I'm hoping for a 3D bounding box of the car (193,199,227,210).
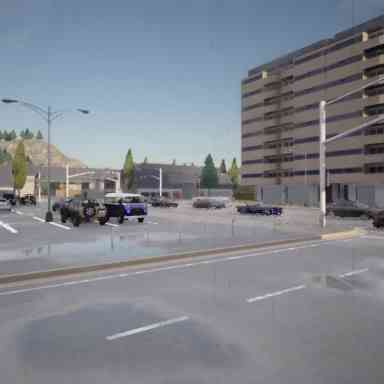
[{"bbox_3d":[2.242,1.603,43.892,2.033,1.411,5.357,0,0,-35],"label":"car"}]

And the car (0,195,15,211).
[{"bbox_3d":[-21.832,1.451,37.872,1.970,1.475,3.806,0,0,-35],"label":"car"}]

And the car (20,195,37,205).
[{"bbox_3d":[-27.292,1.209,55.329,1.932,1.855,4.605,0,0,-35],"label":"car"}]

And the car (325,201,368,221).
[{"bbox_3d":[13.539,1.559,27.992,1.837,1.490,4.892,0,0,-35],"label":"car"}]

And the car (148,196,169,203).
[{"bbox_3d":[-6.997,1.546,69.324,2.128,1.511,4.902,0,0,-35],"label":"car"}]

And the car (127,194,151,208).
[{"bbox_3d":[-9.254,1.554,60.240,2.128,1.511,4.902,0,0,-35],"label":"car"}]

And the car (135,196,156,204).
[{"bbox_3d":[-9.309,1.547,66.534,2.128,1.511,4.902,0,0,-35],"label":"car"}]

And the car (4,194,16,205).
[{"bbox_3d":[-29.688,1.212,53.706,1.905,1.878,3.866,0,0,-35],"label":"car"}]

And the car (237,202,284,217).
[{"bbox_3d":[6.547,1.656,31.788,1.895,1.301,4.718,0,0,-35],"label":"car"}]

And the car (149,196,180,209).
[{"bbox_3d":[-3.682,1.656,46.197,1.895,1.301,4.718,0,0,-35],"label":"car"}]

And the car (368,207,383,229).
[{"bbox_3d":[12.068,1.586,19.109,1.994,1.385,4.181,1,0,11],"label":"car"}]
